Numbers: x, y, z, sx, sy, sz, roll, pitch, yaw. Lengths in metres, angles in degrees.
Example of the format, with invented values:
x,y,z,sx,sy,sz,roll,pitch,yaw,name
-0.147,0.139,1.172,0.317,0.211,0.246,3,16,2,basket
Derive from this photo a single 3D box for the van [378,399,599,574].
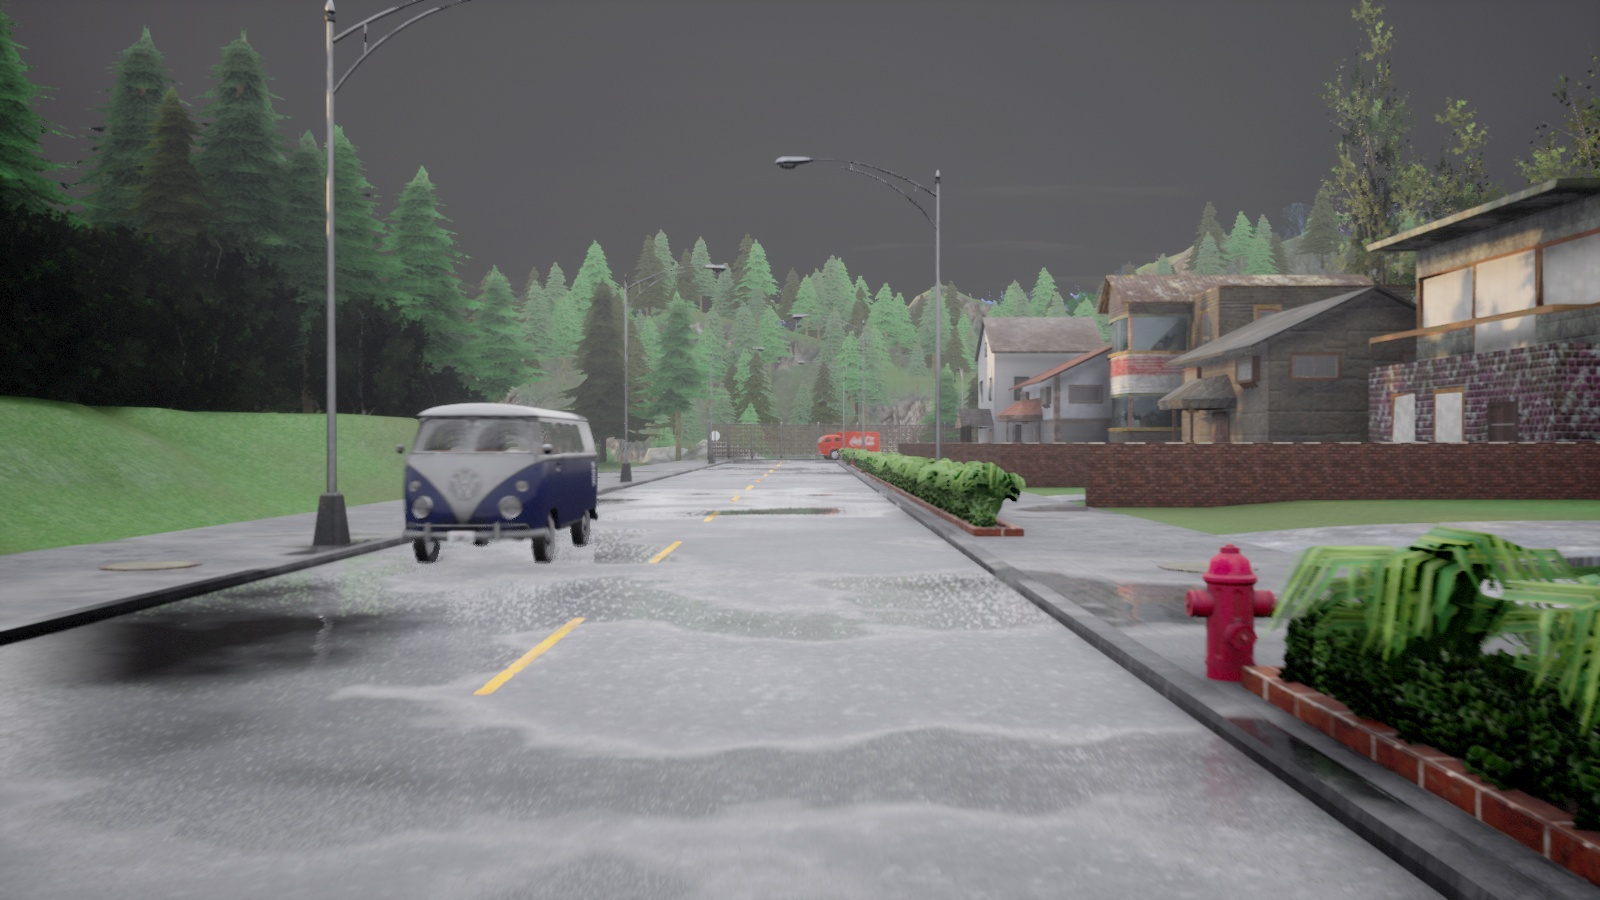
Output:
x,y,z,sx,sy,sz,roll,pitch,yaw,name
-3.891,0.403,16.475,1.775,1.987,4.442,0,0,0,van
